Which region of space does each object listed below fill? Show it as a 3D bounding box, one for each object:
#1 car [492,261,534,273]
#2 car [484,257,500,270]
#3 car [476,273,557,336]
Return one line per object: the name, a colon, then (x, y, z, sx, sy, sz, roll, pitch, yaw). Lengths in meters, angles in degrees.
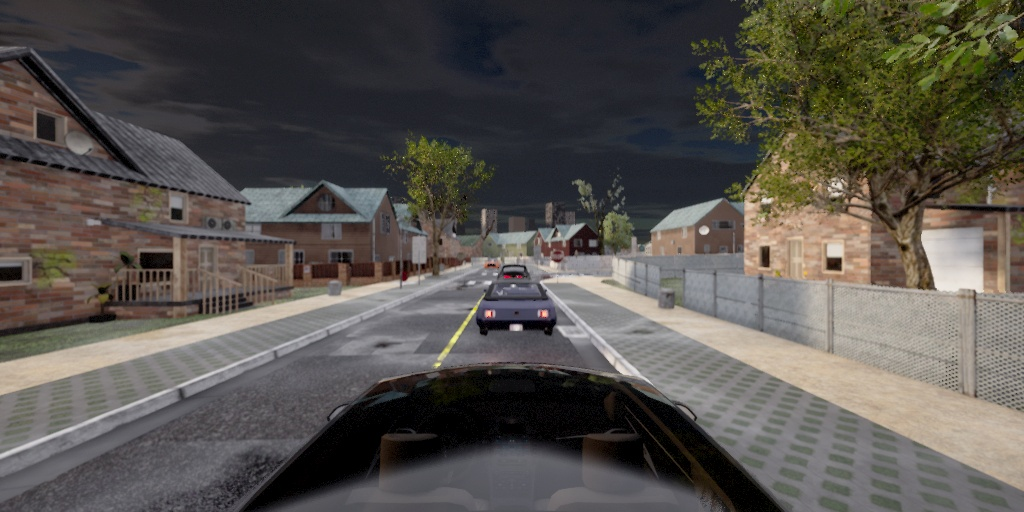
car: (0.150, 1.222, 20.271, 1.837, 1.490, 4.892, 0, 0, 2)
car: (-2.854, 0.993, 51.457, 2.097, 1.767, 4.553, 0, 0, 0)
car: (0.098, 1.337, 10.357, 1.895, 1.301, 4.718, 0, 0, 0)
